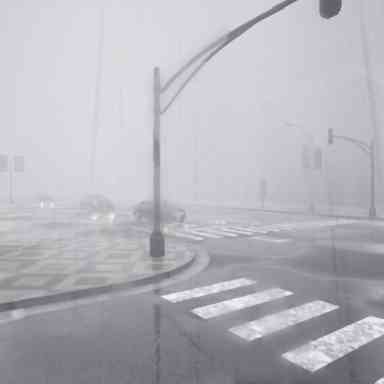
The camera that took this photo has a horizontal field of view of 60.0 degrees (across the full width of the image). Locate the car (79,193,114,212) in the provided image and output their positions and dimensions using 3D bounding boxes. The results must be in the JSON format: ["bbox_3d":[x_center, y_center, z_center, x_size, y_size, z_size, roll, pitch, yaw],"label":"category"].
[{"bbox_3d":[-9.187,0.934,31.957,2.097,1.767,4.553,0,1,-36],"label":"car"}]

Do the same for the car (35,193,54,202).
[{"bbox_3d":[-22.434,0.843,50.502,1.895,1.301,4.718,0,1,-35],"label":"car"}]

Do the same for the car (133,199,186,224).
[{"bbox_3d":[-2.272,1.240,22.351,2.128,1.511,4.902,0,1,-36],"label":"car"}]
